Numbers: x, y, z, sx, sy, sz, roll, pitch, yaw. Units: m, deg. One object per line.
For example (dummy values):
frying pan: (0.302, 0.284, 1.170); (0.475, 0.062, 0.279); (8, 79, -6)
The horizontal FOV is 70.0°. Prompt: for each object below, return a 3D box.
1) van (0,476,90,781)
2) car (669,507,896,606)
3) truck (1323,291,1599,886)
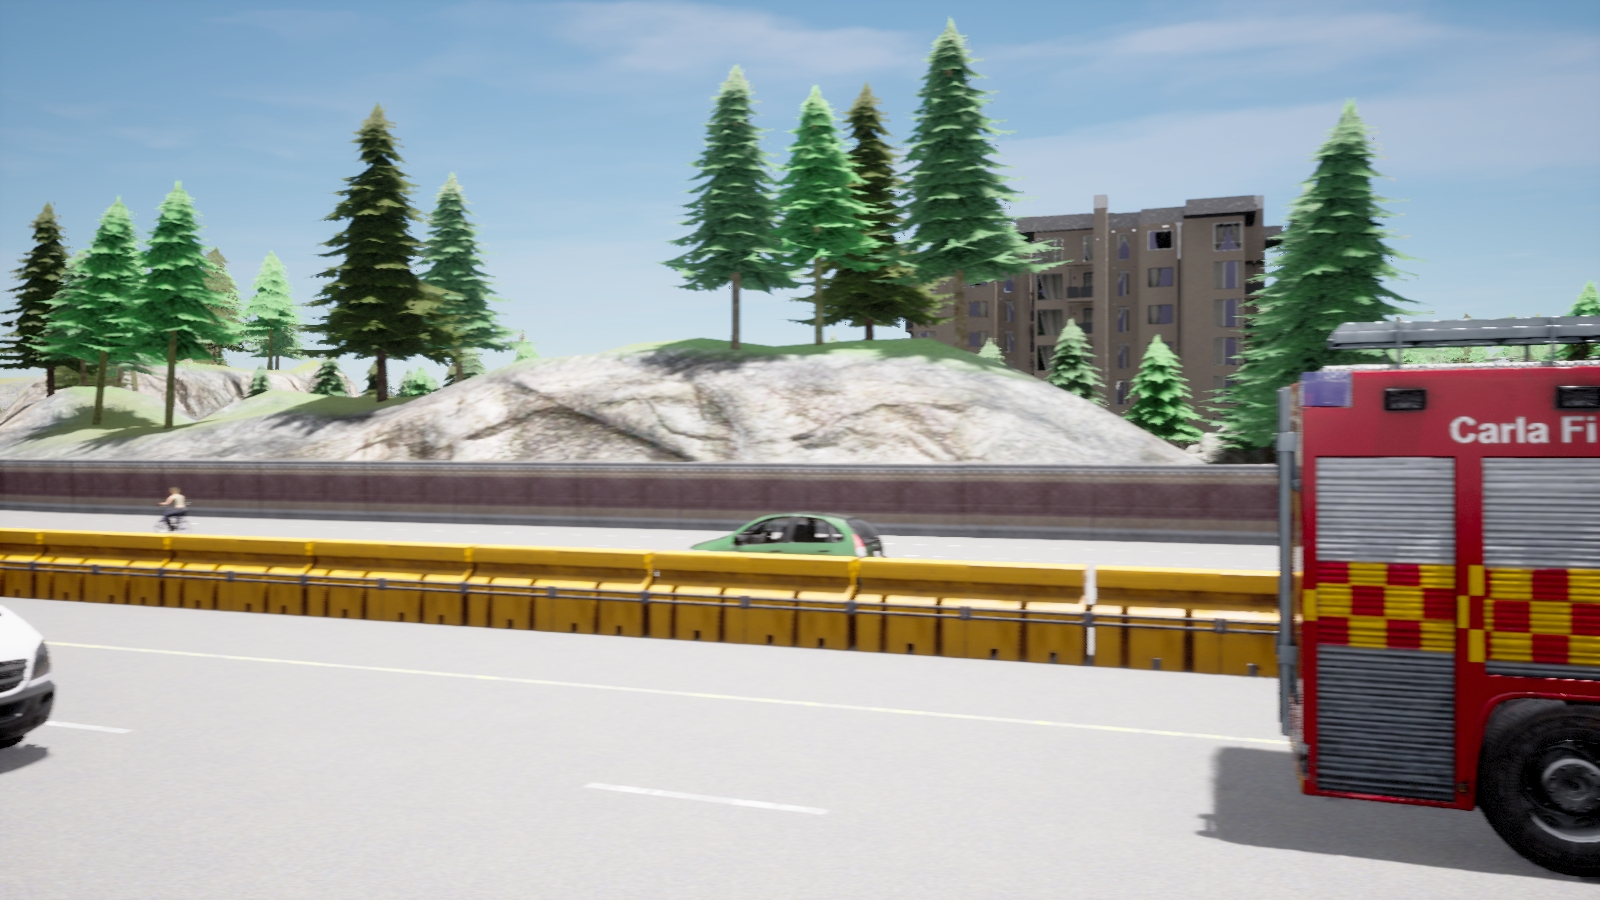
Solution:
van: (-9.624, 1.527, 10.519); (5.915, 2.561, 1.988); (0, 0, 20)
car: (-0.325, 1.994, 22.050); (3.988, 1.617, 1.851); (0, 0, 20)
truck: (8.312, 0.892, 7.735); (8.468, 3.827, 2.891); (0, 0, 20)
